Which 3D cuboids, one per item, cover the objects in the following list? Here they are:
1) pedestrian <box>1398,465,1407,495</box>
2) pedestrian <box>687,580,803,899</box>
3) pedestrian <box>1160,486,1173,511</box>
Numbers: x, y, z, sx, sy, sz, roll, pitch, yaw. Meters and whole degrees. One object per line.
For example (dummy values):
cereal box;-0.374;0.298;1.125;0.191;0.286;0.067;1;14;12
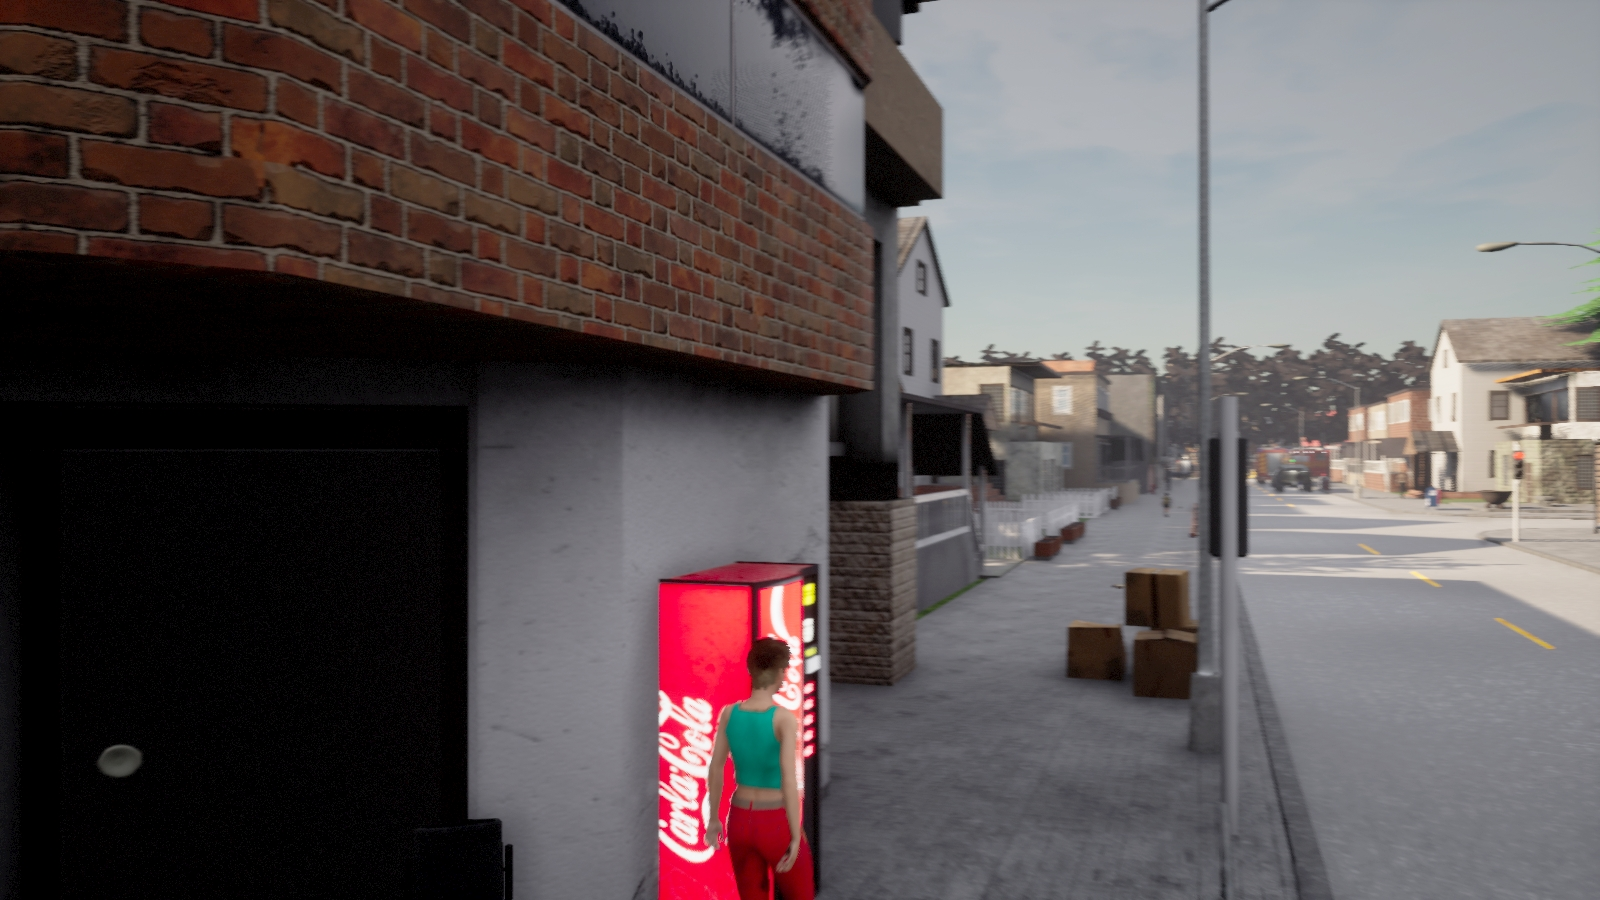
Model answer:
pedestrian;36.701;1.826;69.596;0.375;1.860;0.375;0;0;19
pedestrian;-0.246;1.545;5.146;0.375;1.860;0.375;0;0;30
pedestrian;16.210;2.141;50.539;0.500;1.100;0.500;0;0;23
